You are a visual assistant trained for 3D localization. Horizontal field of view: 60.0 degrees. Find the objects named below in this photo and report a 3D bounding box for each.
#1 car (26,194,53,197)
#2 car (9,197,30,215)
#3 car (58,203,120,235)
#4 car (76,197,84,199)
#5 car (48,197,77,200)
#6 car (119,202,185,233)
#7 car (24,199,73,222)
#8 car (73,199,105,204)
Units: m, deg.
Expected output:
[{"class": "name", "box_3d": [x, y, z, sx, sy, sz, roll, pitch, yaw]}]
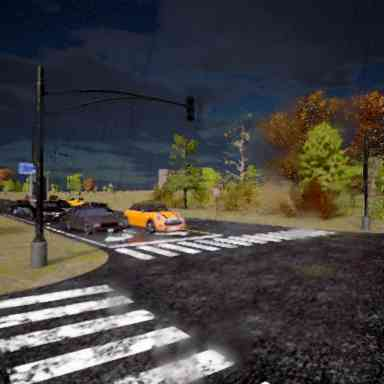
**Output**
[{"class": "car", "box_3d": [-20.535, 1.294, 43.833, 2.150, 2.045, 5.566, 0, 0, -37]}, {"class": "car", "box_3d": [-18.058, 1.573, 35.310, 1.837, 1.490, 4.892, 0, 0, -38]}, {"class": "car", "box_3d": [-5.931, 1.637, 19.729, 2.033, 1.411, 5.357, 0, 0, -38]}, {"class": "car", "box_3d": [-17.601, 1.572, 50.894, 1.882, 1.535, 5.008, 0, 0, -38]}, {"class": "car", "box_3d": [-14.009, 1.609, 35.387, 1.812, 1.442, 4.674, 0, 0, -37]}, {"class": "car", "box_3d": [-2.372, 1.456, 20.452, 2.097, 1.767, 4.553, 0, 0, -38]}, {"class": "car", "box_3d": [-11.915, 1.570, 27.413, 2.128, 1.511, 4.902, 0, 0, -38]}, {"class": "car", "box_3d": [-7.931, 1.599, 27.585, 1.837, 1.490, 4.892, 0, 0, -38]}]
